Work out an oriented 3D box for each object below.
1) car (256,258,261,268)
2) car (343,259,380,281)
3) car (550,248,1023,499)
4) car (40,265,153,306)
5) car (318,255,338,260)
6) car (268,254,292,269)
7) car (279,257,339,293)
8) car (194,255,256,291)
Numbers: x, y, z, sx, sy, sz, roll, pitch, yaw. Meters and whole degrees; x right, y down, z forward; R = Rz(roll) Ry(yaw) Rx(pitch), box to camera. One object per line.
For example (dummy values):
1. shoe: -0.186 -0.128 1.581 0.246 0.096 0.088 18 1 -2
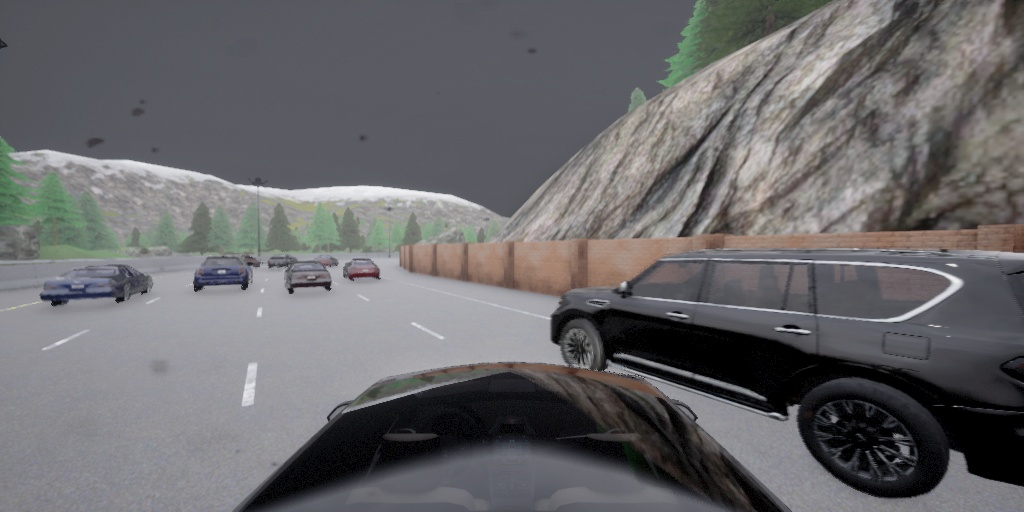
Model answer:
1. car: -27.086 0.604 36.126 1.812 1.442 4.674 -1 1 -17
2. car: -10.447 0.867 24.815 1.994 1.385 4.181 -1 1 -30
3. car: 2.913 0.915 4.822 2.150 2.045 5.566 -1 2 -34
4. car: -16.233 1.048 14.313 2.033 1.411 5.357 -1 1 -34
5. car: -20.707 0.573 39.906 1.994 1.385 4.181 0 1 -14
6. car: -23.826 0.544 37.559 2.128 1.511 4.902 -1 1 -16
7. car: -10.465 0.975 18.279 2.033 1.411 5.357 -1 1 -34
8. car: -15.194 0.761 19.095 2.097 1.767 4.553 -1 1 -33
